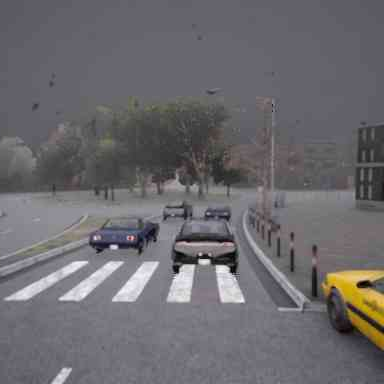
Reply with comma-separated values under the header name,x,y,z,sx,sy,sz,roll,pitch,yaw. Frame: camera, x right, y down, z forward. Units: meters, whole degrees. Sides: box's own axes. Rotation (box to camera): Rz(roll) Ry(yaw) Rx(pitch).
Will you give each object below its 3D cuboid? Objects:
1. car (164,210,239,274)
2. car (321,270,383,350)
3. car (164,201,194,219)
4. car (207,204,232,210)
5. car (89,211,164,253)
name,x,y,z,sx,sy,sz,roll,pitch,yaw
car,0.435,1.567,10.833,2.128,1.511,4.902,0,0,3
car,3.240,1.505,3.927,1.946,1.575,5.366,0,0,0
car,-1.026,1.452,27.128,2.128,1.511,4.902,0,1,9
car,2.189,1.587,26.712,1.895,1.301,4.718,0,1,9
car,-2.614,1.683,14.065,1.895,1.301,4.718,0,0,4
